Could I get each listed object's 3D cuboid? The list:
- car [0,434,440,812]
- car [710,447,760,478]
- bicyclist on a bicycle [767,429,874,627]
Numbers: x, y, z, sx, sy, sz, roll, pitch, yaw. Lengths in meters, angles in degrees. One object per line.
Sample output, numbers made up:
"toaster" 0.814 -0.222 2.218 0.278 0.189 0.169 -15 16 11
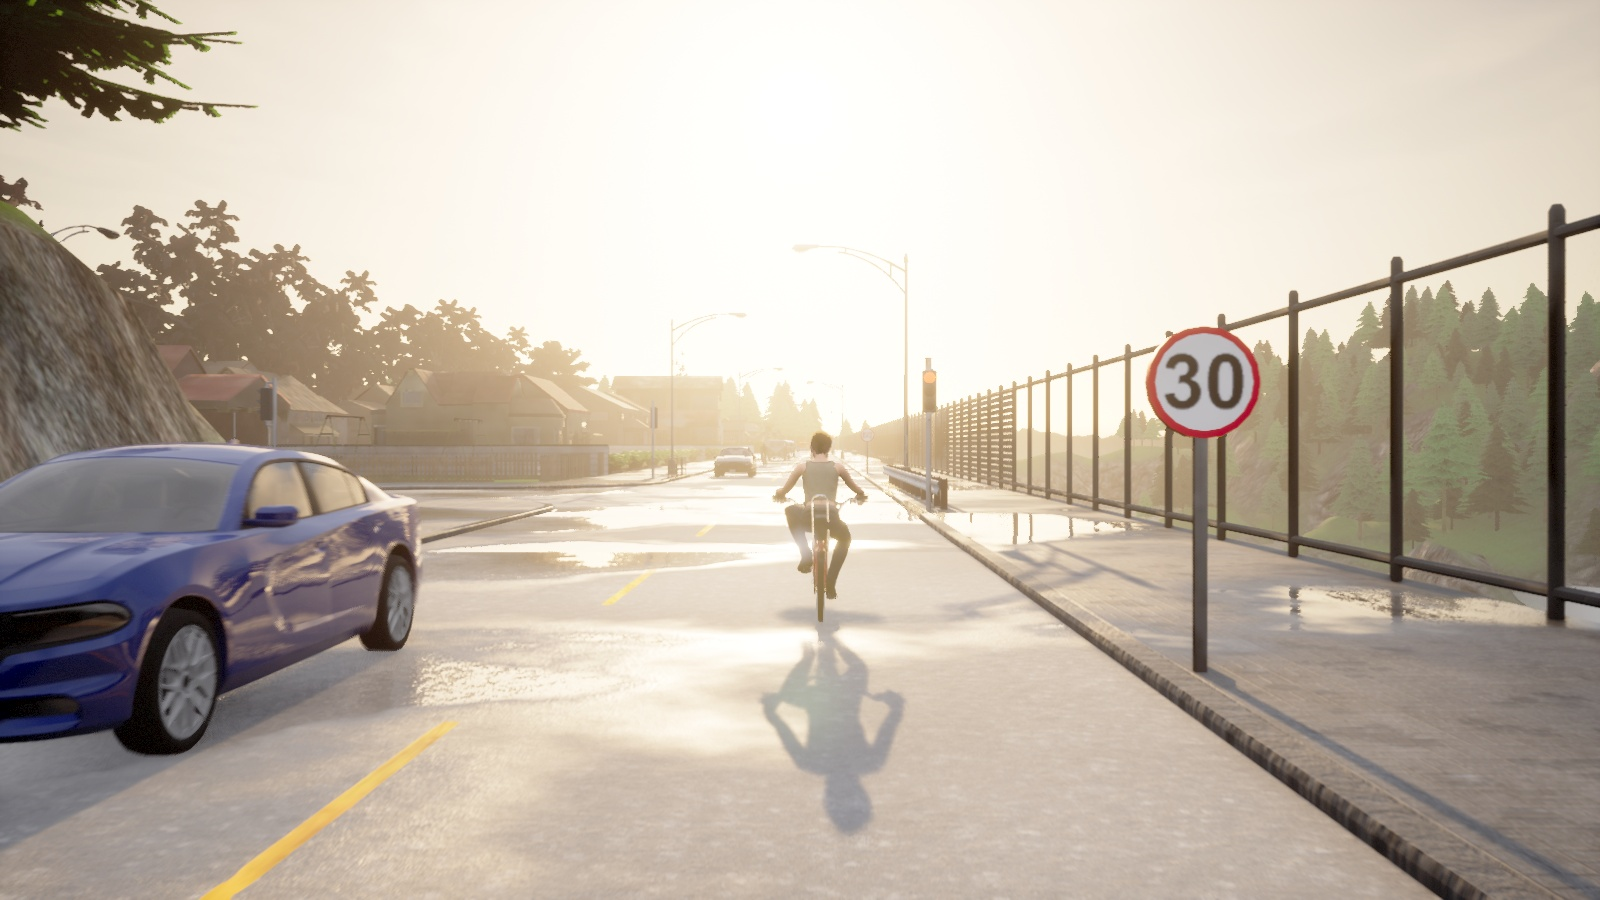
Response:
"car" -3.876 0.690 7.610 1.882 1.535 5.008 0 0 1
"car" -3.067 0.547 60.103 2.033 1.411 5.357 0 0 1
"bicyclist on a bicycle" 0.177 0.639 11.002 0.866 1.612 1.509 0 0 1
